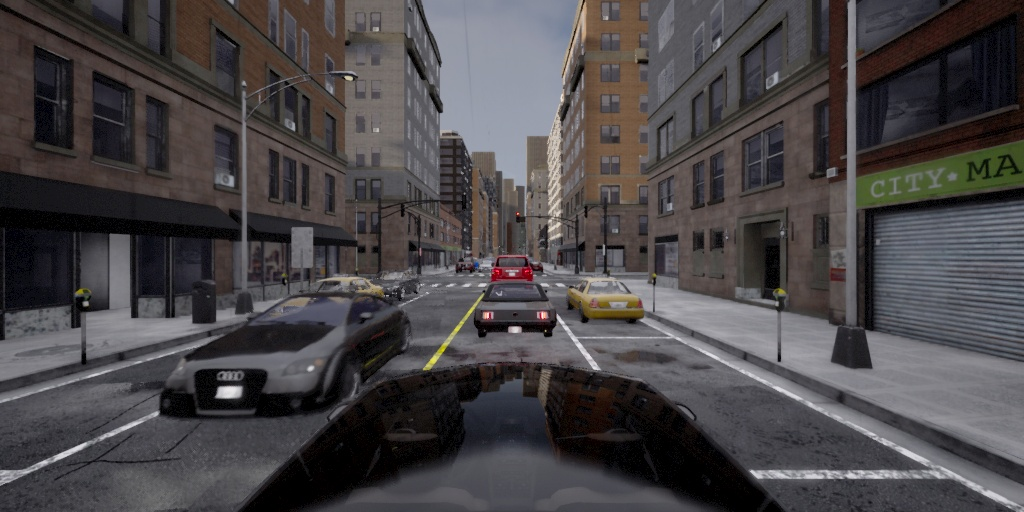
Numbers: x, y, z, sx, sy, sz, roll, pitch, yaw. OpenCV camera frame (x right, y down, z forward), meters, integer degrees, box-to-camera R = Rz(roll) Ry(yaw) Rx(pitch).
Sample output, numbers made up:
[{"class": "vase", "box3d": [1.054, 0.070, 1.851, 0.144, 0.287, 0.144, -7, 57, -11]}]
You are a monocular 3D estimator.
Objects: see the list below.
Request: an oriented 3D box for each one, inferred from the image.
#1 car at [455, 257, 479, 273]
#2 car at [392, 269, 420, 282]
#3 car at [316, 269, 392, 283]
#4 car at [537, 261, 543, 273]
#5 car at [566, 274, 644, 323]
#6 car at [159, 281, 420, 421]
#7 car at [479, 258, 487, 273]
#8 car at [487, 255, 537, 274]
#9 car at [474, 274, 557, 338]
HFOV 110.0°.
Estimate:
[{"class": "car", "box3d": [-5.656, 1.077, 44.079, 2.192, 1.841, 5.009, 0, 0, 0]}, {"class": "car", "box3d": [-5.664, 1.302, 17.305, 2.007, 1.370, 4.403, 0, 0, 0]}, {"class": "car", "box3d": [-5.666, 1.276, 11.610, 1.751, 1.417, 4.829, 0, 0, 0]}, {"class": "car", "box3d": [2.869, 1.307, 44.076, 1.888, 1.381, 4.507, 0, 0, 0]}, {"class": "car", "box3d": [2.860, 1.276, 11.947, 1.751, 1.417, 4.829, 0, 0, 0]}, {"class": "car", "box3d": [-3.107, 1.314, 5.934, 1.994, 1.385, 4.181, 0, 0, 0]}, {"class": "car", "box3d": [-3.086, 1.288, 44.681, 1.812, 1.442, 4.674, 0, 0, 0]}, {"class": "car", "box3d": [0.006, 0.974, 19.957, 2.150, 2.045, 5.566, 0, 0, 0]}, {"class": "car", "box3d": [0.084, 1.351, 10.187, 1.895, 1.301, 4.718, 0, 0, 0]}]
